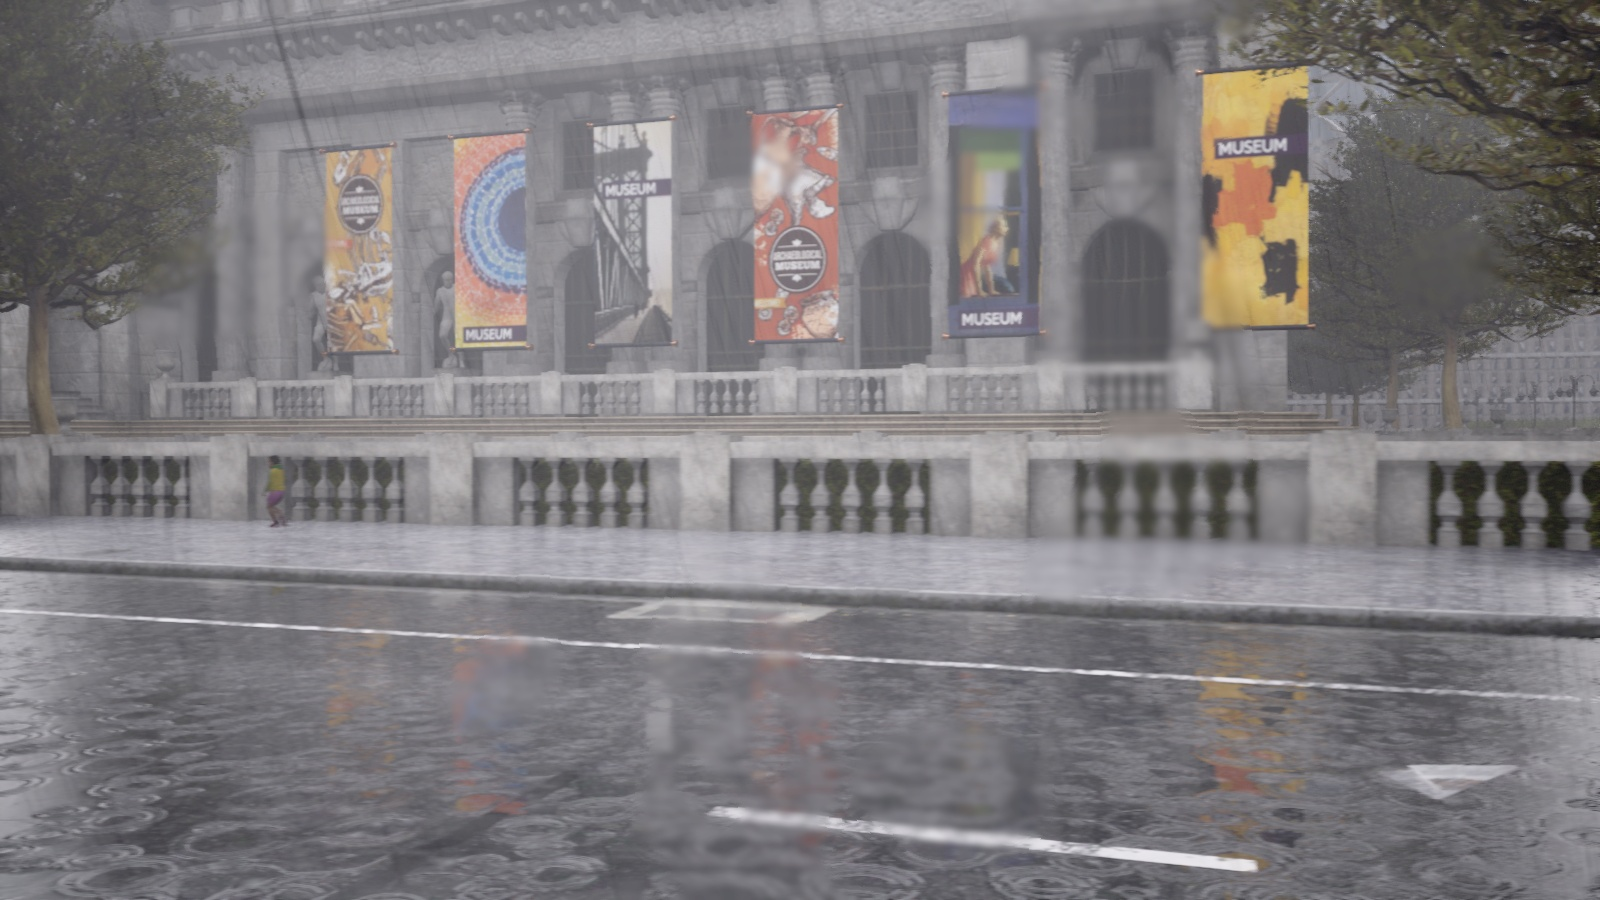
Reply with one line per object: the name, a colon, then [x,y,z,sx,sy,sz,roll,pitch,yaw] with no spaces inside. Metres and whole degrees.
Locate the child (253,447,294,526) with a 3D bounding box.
child: [-7.829,0.535,18.672,0.473,1.160,0.299,0,1,11]
